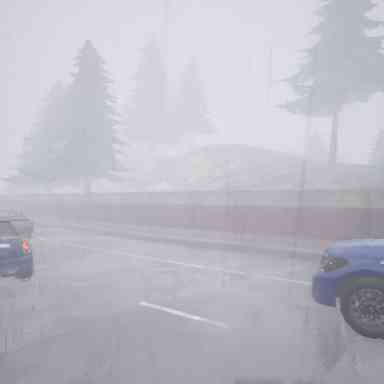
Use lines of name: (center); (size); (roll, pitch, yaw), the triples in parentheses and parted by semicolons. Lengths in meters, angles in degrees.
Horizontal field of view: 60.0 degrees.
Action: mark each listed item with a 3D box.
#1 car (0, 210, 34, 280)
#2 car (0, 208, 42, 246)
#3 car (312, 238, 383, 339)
car: (-6.310, 1.463, 9.214); (4.553, 1.767, 2.097); (-1, -1, 40)
car: (-9.829, 1.682, 17.097); (4.902, 1.511, 2.128); (-1, -1, 43)
car: (4.768, 1.212, 4.928); (5.566, 2.045, 2.150); (-1, -1, 36)
